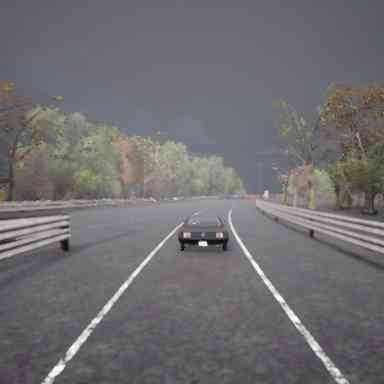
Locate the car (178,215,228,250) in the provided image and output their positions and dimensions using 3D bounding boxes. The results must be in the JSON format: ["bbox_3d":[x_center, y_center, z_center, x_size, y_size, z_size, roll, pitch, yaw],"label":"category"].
[{"bbox_3d":[0.535,1.640,14.545,1.895,1.301,4.718,0,0,3],"label":"car"}]
